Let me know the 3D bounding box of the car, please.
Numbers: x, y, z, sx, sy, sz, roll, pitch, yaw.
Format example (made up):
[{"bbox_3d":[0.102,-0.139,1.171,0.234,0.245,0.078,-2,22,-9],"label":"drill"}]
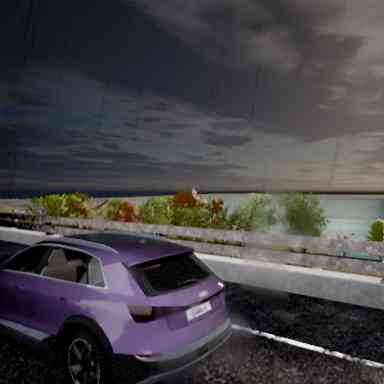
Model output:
[{"bbox_3d":[-1.738,1.428,5.160,4.856,1.649,2.033,0,0,36],"label":"car"}]
